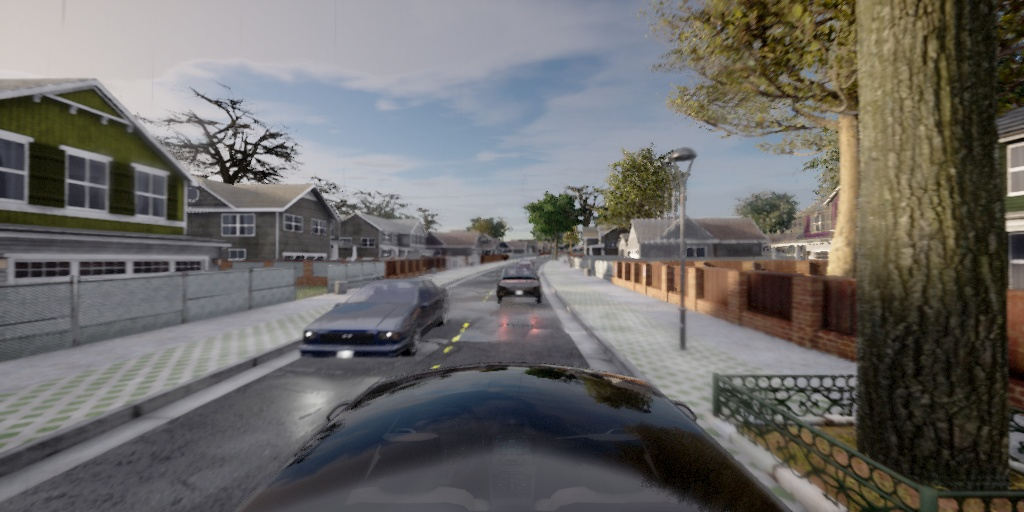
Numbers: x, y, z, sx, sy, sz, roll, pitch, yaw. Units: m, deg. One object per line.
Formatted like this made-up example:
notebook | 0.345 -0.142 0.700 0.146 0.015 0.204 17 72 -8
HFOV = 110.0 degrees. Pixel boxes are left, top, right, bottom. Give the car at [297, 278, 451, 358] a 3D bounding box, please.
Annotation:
car | -2.774 1.261 8.707 2.033 1.411 5.357 0 0 1

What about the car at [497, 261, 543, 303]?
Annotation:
car | 0.354 1.163 16.056 2.128 1.511 4.902 0 0 2

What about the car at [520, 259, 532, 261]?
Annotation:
car | 1.405 1.060 36.688 1.812 1.442 4.674 0 0 4
